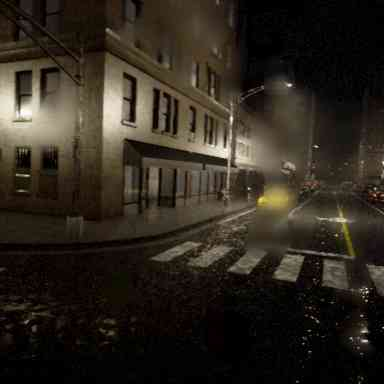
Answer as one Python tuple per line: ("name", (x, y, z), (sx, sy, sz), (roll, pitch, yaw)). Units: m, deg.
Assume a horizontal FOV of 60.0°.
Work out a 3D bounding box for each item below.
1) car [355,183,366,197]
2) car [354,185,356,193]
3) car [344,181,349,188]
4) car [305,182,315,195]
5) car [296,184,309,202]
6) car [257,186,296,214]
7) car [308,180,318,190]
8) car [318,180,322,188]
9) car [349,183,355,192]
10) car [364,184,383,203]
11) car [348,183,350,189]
("car", (23.838, -0.221, 44.892), (2.192, 1.841, 5.009), (4, 3, 23))
("car", (26.020, -0.173, 50.143), (1.947, 1.339, 4.313), (4, 3, 23))
("car", (39.179, -1.415, 81.568), (1.887, 1.381, 4.507), (4, 4, 23))
("car", (14.238, -0.273, 42.741), (2.008, 1.369, 4.403), (4, 3, 23))
("car", (9.852, 0.146, 32.267), (1.947, 1.339, 4.313), (4, 3, 23))
("car", (5.403, 0.515, 21.634), (1.752, 1.417, 4.829), (4, 3, 23))
("car", (18.628, -0.788, 53.209), (1.967, 1.590, 4.097), (4, 3, 23))
("car", (23.018, -1.317, 63.676), (2.192, 1.841, 5.009), (4, 3, 23))
("car", (30.405, -0.577, 60.619), (1.947, 1.339, 4.313), (4, 3, 23))
("car", (19.446, 0.308, 34.423), (1.967, 1.590, 4.097), (4, 3, 23))
("car", (32.666, -0.826, 66.011), (1.752, 1.417, 4.829), (4, 4, 23))
